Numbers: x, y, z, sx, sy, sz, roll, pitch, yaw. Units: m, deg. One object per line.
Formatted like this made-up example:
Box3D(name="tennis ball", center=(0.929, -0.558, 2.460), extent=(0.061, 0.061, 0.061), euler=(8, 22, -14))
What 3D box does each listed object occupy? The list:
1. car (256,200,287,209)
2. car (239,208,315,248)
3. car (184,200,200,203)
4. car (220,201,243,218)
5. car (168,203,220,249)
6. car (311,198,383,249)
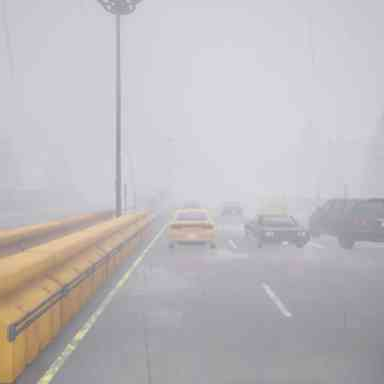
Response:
Box3D(name="car", center=(7.000, 1.482, 29.650), extent=(1.882, 1.535, 5.008), euler=(0, 0, 0))
Box3D(name="car", center=(3.500, 1.613, 14.680), extent=(1.895, 1.301, 4.718), euler=(0, 0, 0))
Box3D(name="car", center=(0.000, 1.493, 29.650), extent=(2.128, 1.511, 4.902), euler=(0, 0, 0))
Box3D(name="car", center=(3.500, 1.530, 29.650), extent=(1.812, 1.442, 4.674), euler=(0, 0, 0))
Box3D(name="car", center=(0.000, 1.482, 14.650), extent=(1.882, 1.535, 5.008), euler=(0, 0, 0))
Box3D(name="car", center=(7.000, 1.255, 14.680), extent=(2.150, 2.045, 5.566), euler=(0, 0, 0))
